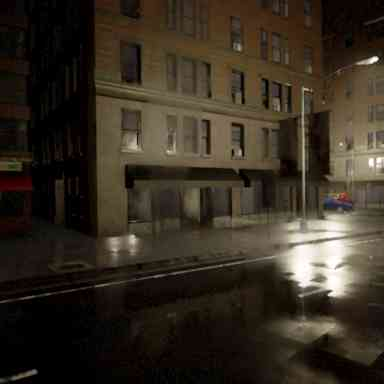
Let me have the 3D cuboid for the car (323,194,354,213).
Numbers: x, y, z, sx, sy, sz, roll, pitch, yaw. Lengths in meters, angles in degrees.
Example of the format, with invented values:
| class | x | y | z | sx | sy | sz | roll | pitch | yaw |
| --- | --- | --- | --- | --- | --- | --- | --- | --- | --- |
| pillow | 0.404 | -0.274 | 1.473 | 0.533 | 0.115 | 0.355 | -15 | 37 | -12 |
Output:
| class | x | y | z | sx | sy | sz | roll | pitch | yaw |
| --- | --- | --- | --- | --- | --- | --- | --- | --- | --- |
| car | 14.524 | 1.343 | 35.380 | 1.882 | 1.535 | 5.008 | -1 | 1 | -44 |

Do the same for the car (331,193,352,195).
| class | x | y | z | sx | sy | sz | roll | pitch | yaw |
| --- | --- | --- | --- | --- | --- | --- | --- | --- | --- |
| car | 17.233 | 1.082 | 40.903 | 2.192 | 1.841 | 5.009 | 0 | 1 | -44 |
